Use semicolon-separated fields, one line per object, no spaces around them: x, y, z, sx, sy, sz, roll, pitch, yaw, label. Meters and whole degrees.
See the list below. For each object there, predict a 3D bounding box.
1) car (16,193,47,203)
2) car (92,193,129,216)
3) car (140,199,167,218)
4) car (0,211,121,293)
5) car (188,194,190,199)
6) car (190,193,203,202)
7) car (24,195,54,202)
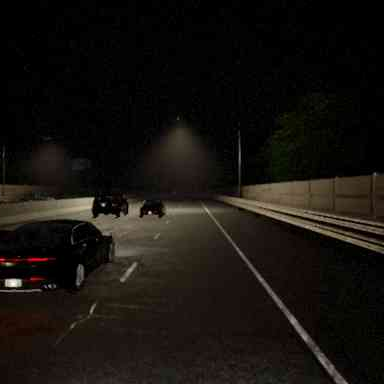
-21.063;1.087;44.140;2.150;2.045;5.566;0;0;0;car
-6.888;1.128;28.529;2.150;2.045;5.566;0;0;0;car
-3.388;1.410;29.172;1.837;1.490;4.892;0;0;0;car
-3.397;1.477;8.768;1.837;1.490;4.892;0;0;0;car
0.037;1.021;88.598;2.097;1.767;4.553;0;0;0;car
1.254;1.175;71.354;2.097;1.767;4.553;0;0;0;car
-17.577;1.400;39.529;1.812;1.442;4.674;0;0;0;car
